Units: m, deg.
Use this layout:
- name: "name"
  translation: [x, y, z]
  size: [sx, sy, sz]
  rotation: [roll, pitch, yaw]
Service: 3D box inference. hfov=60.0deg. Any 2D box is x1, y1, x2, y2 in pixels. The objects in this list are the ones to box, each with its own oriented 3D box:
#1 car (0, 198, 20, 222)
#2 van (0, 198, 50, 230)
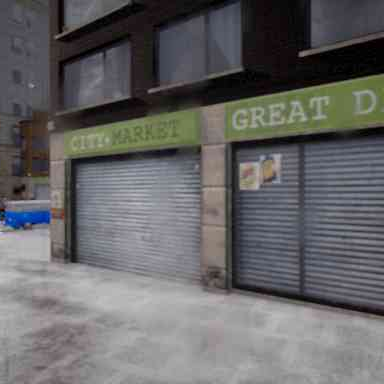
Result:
- name: "car"
  translation: [-16.781, 1.442, 26.454]
  size: [2.192, 1.841, 5.009]
  rotation: [1, 1, 35]
- name: "van"
  translation: [-9.838, 1.433, 21.508]
  size: [1.690, 1.788, 3.998]
  rotation: [1, 1, 35]
